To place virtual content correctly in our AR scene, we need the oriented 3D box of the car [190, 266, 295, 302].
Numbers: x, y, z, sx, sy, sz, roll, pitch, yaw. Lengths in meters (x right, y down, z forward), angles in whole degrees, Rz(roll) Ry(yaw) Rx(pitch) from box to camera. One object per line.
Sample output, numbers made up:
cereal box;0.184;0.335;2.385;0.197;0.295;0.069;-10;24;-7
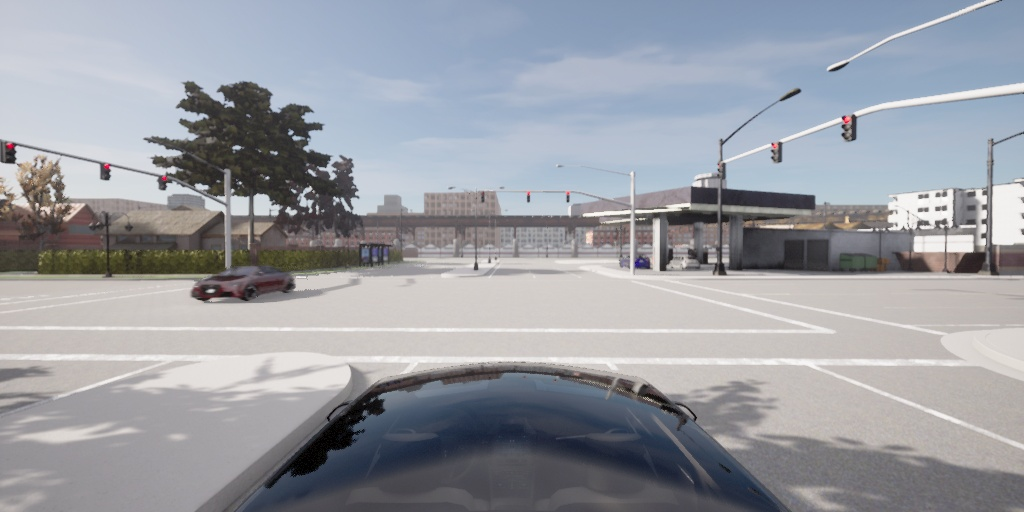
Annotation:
car;-11.497;1.114;15.668;1.994;1.385;4.181;0;1;0
